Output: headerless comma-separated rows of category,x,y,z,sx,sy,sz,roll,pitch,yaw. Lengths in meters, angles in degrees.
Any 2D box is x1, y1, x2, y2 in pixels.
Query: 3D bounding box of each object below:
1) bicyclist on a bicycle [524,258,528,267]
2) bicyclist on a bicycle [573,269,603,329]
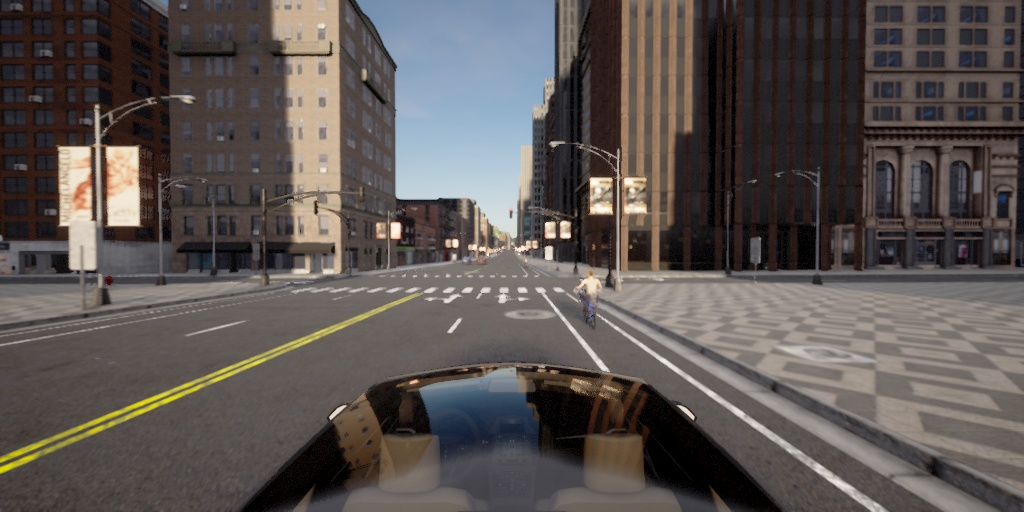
bicyclist on a bicycle,2.211,1.132,56.390,0.866,1.612,1.509,0,0,0
bicyclist on a bicycle,2.206,1.173,10.205,0.866,1.612,1.509,0,0,0
